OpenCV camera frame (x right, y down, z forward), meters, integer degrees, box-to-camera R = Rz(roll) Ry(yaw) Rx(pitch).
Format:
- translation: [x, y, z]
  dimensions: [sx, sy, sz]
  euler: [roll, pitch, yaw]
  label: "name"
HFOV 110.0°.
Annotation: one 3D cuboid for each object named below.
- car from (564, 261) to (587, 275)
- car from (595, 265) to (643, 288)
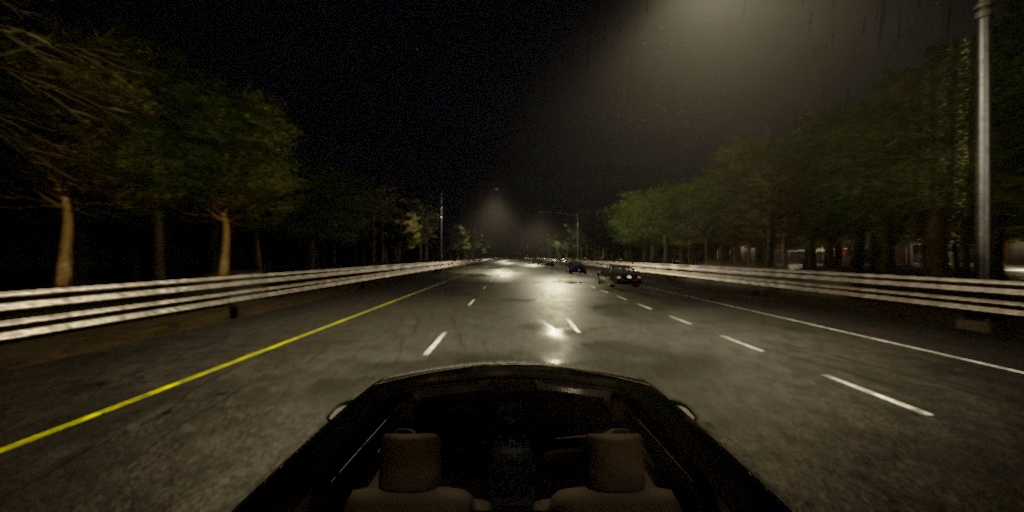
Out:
- translation: [7.031, 1.309, 39.839]
  dimensions: [1.812, 1.442, 4.674]
  euler: [0, 0, 0]
  label: "car"
- translation: [7.005, 1.309, 23.911]
  dimensions: [2.033, 1.411, 5.357]
  euler: [0, 0, 0]
  label: "car"
